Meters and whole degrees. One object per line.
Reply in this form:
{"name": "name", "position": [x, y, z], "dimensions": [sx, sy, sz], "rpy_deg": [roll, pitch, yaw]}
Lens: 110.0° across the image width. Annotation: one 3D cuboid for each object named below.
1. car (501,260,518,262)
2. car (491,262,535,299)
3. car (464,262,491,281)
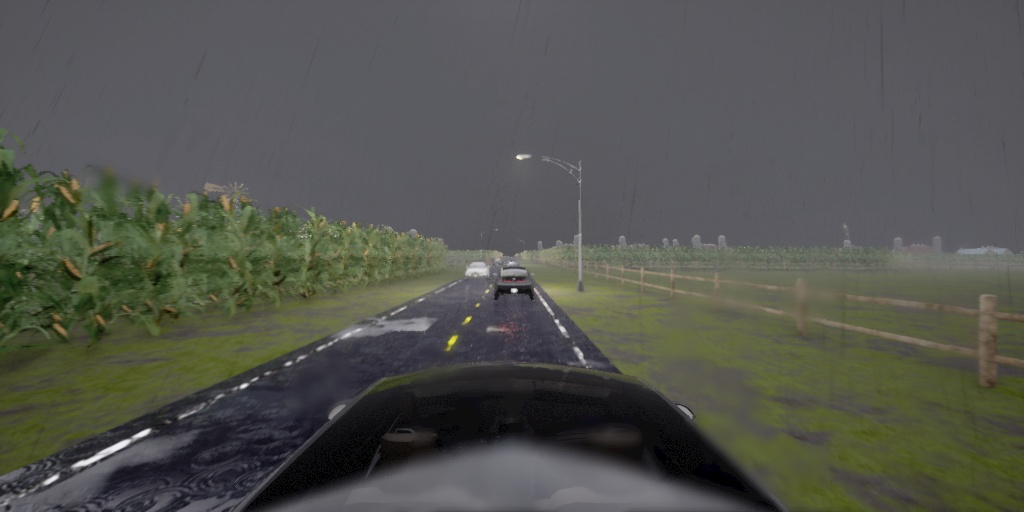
{"name": "car", "position": [0.093, 1.273, 42.370], "dimensions": [2.033, 1.411, 5.357], "rpy_deg": [0, 0, 0]}
{"name": "car", "position": [0.098, 1.250, 17.927], "dimensions": [1.837, 1.490, 4.892], "rpy_deg": [0, 0, 0]}
{"name": "car", "position": [-2.852, 1.263, 30.353], "dimensions": [1.812, 1.442, 4.674], "rpy_deg": [0, 0, 0]}
